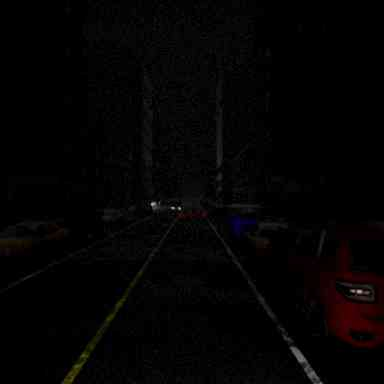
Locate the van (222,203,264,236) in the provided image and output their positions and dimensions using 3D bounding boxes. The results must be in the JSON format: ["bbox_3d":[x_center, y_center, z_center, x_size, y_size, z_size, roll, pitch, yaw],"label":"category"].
[{"bbox_3d":[2.753,1.517,17.310,1.690,1.788,3.998,-1,-1,0],"label":"van"}]

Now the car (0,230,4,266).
[{"bbox_3d":[-5.772,1.504,6.301,1.967,1.590,4.097,-1,-1,0],"label":"car"}]

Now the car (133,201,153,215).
[{"bbox_3d":[-5.767,1.851,39.330,1.967,1.590,4.097,-1,-1,0],"label":"car"}]

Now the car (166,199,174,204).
[{"bbox_3d":[-5.758,2.516,88.872,1.887,1.381,4.507,-1,-1,0],"label":"car"}]

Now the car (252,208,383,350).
[{"bbox_3d":[2.751,1.379,6.302,2.192,1.841,5.009,-1,-1,0],"label":"car"}]

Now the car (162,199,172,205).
[{"bbox_3d":[-5.760,2.410,77.862,1.947,1.339,4.313,-1,-1,0],"label":"car"}]

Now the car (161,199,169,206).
[{"bbox_3d":[-5.762,2.221,72.358,1.967,1.590,4.097,-1,-1,0],"label":"car"}]

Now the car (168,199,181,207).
[{"bbox_3d":[-2.997,2.247,65.317,2.033,1.411,5.357,0,-1,0],"label":"car"}]

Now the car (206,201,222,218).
[{"bbox_3d":[2.758,1.901,33.822,2.008,1.369,4.403,-1,-1,0],"label":"car"}]

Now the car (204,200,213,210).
[{"bbox_3d":[2.759,1.955,39.327,1.887,1.381,4.507,-1,-1,0],"label":"car"}]

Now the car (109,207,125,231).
[{"bbox_3d":[-5.769,1.757,22.645,1.752,1.417,4.829,-1,-1,0],"label":"car"}]

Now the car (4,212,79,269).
[{"bbox_3d":[-5.770,1.643,11.634,1.752,1.417,4.829,-1,-1,0],"label":"car"}]

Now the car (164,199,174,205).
[{"bbox_3d":[-5.759,2.459,83.367,2.008,1.369,4.403,-1,-1,0],"label":"car"}]

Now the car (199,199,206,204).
[{"bbox_3d":[2.767,2.516,88.871,1.887,1.381,4.507,-1,-1,0],"label":"car"}]

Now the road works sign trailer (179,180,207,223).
[{"bbox_3d":[0.025,0.759,28.938,2.380,3.560,2.880,0,-1,-3],"label":"road works sign trailer"}]

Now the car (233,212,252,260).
[{"bbox_3d":[2.755,1.646,11.974,1.752,1.417,4.829,-1,-1,0],"label":"car"}]

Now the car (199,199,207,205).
[{"bbox_3d":[2.766,2.452,83.366,1.887,1.381,4.507,-1,-1,0],"label":"car"}]

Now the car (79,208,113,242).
[{"bbox_3d":[-5.769,1.742,17.309,1.947,1.339,4.313,-1,-1,0],"label":"car"}]

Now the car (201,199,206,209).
[{"bbox_3d":[2.759,1.972,50.338,1.967,1.590,4.097,-1,-1,0],"label":"car"}]

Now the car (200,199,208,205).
[{"bbox_3d":[2.765,2.389,77.861,1.887,1.381,4.507,-1,-1,0],"label":"car"}]
